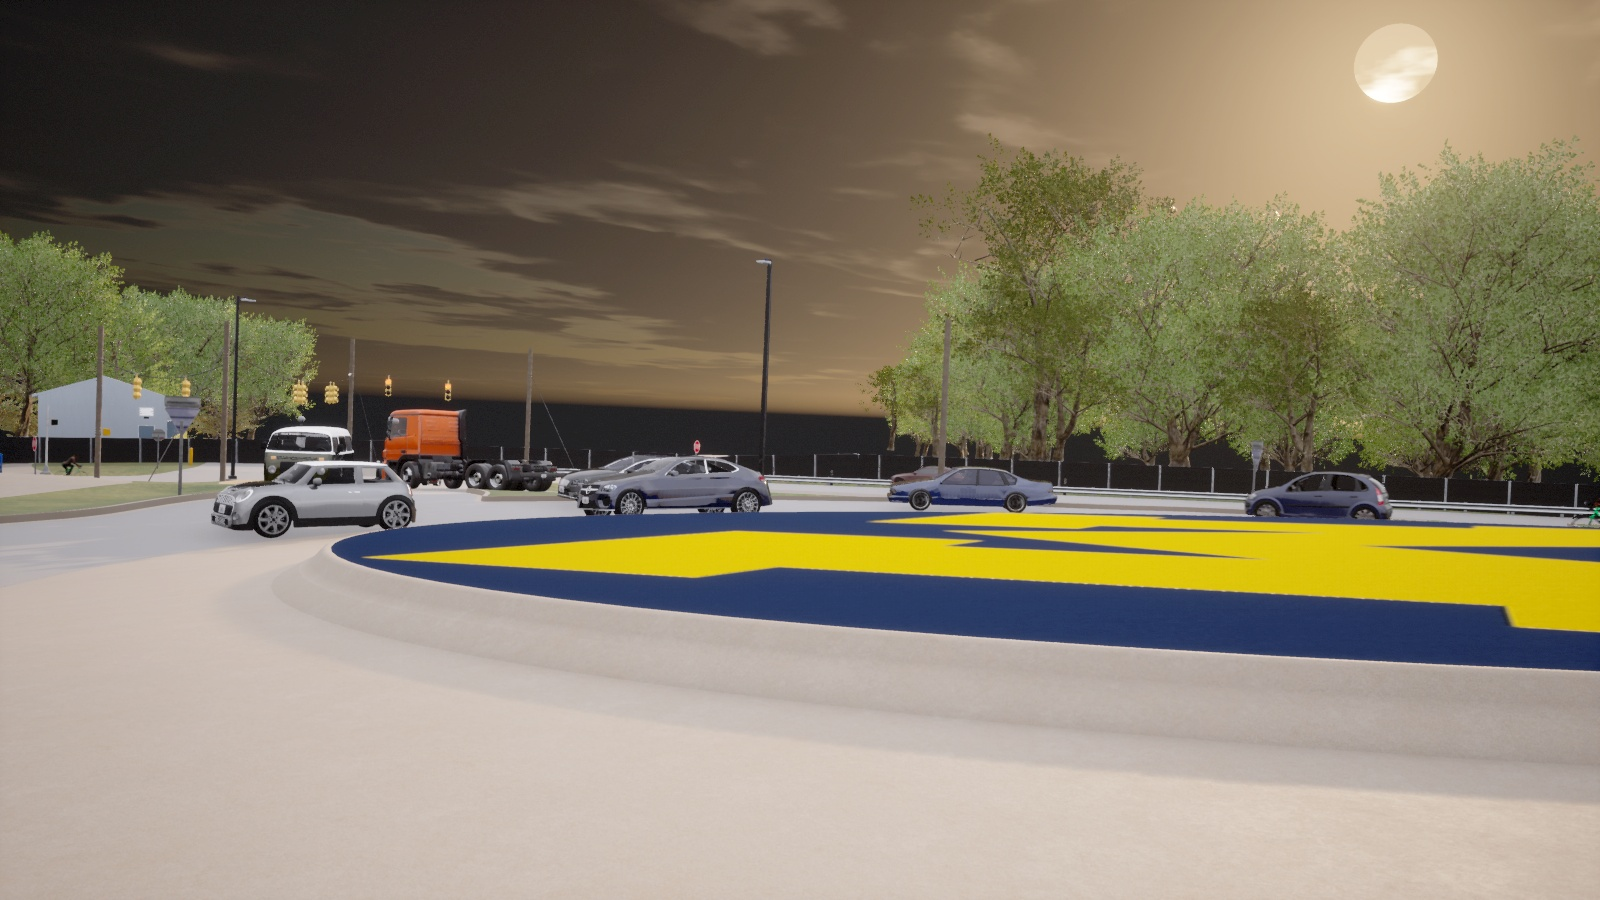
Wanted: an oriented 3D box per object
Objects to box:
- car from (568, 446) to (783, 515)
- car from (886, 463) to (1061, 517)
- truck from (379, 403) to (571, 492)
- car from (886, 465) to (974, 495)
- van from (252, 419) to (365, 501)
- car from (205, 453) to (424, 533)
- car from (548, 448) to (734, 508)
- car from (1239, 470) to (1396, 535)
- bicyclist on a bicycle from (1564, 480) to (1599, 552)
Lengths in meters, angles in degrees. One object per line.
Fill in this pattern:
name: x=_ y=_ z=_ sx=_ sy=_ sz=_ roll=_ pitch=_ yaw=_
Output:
car: x=-3.148 y=0.800 z=32.222 sx=5.027 sy=1.651 sz=2.152 roll=2 pitch=-1 yaw=-33
car: x=5.475 y=1.270 z=40.172 sx=5.357 sy=1.411 sz=2.033 roll=2 pitch=2 yaw=3
truck: x=-13.634 y=-0.137 z=52.392 sx=7.936 sy=3.462 sz=2.891 roll=1 pitch=-1 yaw=31
car: x=7.450 y=1.708 z=72.249 sx=4.674 sy=1.442 sz=1.812 roll=2 pitch=1 yaw=26
van: x=-13.519 y=0.253 z=34.790 sx=2.069 sy=2.038 sz=4.480 roll=3 pitch=0 yaw=-11
car: x=-10.116 y=0.857 z=26.275 sx=3.806 sy=1.475 sz=1.970 roll=1 pitch=2 yaw=-40
car: x=-4.638 y=0.829 z=36.848 sx=4.902 sy=1.511 sz=2.128 roll=2 pitch=2 yaw=-30
car: x=15.305 y=1.506 z=37.178 sx=3.988 sy=1.617 sz=1.851 roll=3 pitch=1 yaw=31
bicyclist on a bicycle: x=18.612 y=1.542 z=28.851 sx=1.656 sy=1.620 sz=0.582 roll=1 pitch=-6 yaw=44
